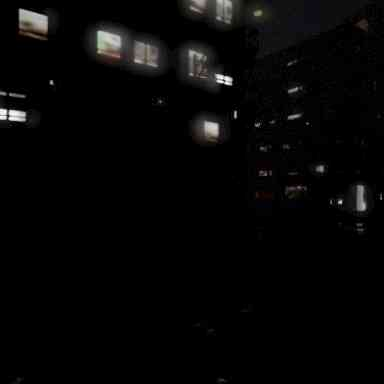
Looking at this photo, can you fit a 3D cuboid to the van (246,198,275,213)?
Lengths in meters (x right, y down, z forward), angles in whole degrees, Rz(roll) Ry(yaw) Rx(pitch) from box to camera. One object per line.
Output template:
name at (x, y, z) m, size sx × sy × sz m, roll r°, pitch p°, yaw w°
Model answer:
van at (8.063, 1.625, 40.103) m, size 1.690 × 1.788 × 3.998 m, roll -1°, pitch 0°, yaw -36°

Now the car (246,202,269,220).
car at (4.635, 1.838, 30.671) m, size 1.802 × 1.307 × 4.206 m, roll -1°, pitch 0°, yaw -36°

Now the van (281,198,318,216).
van at (11.376, 1.551, 35.585) m, size 1.690 × 1.788 × 3.998 m, roll -1°, pitch 0°, yaw -36°
